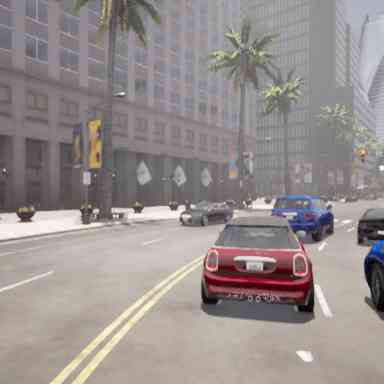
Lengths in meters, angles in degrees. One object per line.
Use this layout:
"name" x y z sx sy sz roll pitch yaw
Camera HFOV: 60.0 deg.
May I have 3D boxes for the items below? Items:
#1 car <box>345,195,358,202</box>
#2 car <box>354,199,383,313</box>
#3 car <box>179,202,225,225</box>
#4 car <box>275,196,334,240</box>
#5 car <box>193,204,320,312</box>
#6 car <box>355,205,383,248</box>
"car" 34.787 1.465 72.429 2.161 1.482 4.786 0 0 37
"car" 4.231 1.214 4.364 2.150 2.045 5.566 0 -1 9
"car" 1.077 1.490 23.196 2.128 1.511 4.902 0 0 37
"car" 5.682 1.210 16.862 2.150 2.045 5.566 0 0 32
"car" 1.647 1.347 8.025 2.097 1.767 4.553 0 0 14
"car" 8.856 1.467 15.364 1.882 1.535 5.008 0 0 32
